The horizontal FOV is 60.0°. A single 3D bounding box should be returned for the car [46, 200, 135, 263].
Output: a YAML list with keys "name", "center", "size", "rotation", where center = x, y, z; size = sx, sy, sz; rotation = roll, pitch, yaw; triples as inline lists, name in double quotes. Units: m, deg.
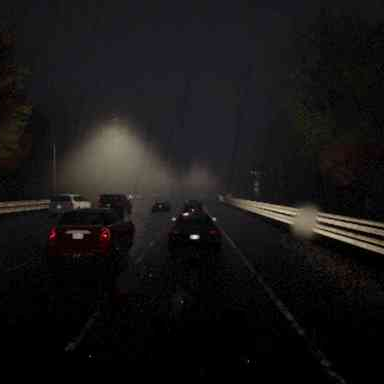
- name: "car"
  center: [-3.403, 1.340, 12.045]
  size: [2.097, 1.767, 4.553]
  rotation: [0, 0, 0]

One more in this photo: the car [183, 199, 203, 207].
- name: "car"
  center: [0.094, 1.475, 34.535]
  size: [1.837, 1.490, 4.892]
  rotation: [0, 0, 0]

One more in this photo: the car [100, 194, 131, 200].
- name: "car"
  center: [-6.905, 1.196, 30.096]
  size: [2.150, 2.045, 5.566]
  rotation: [0, 0, 0]

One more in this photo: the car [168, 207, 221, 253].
- name: "car"
  center: [0.097, 1.552, 13.724]
  size: [1.994, 1.385, 4.181]
  rotation: [0, 0, 0]

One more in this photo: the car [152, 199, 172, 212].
- name: "car"
  center: [-3.407, 1.531, 37.988]
  size: [1.994, 1.385, 4.181]
  rotation: [0, 0, 0]

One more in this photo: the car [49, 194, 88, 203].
- name: "car"
  center: [-10.405, 1.197, 28.726]
  size: [2.150, 2.045, 5.566]
  rotation: [0, 0, 0]
